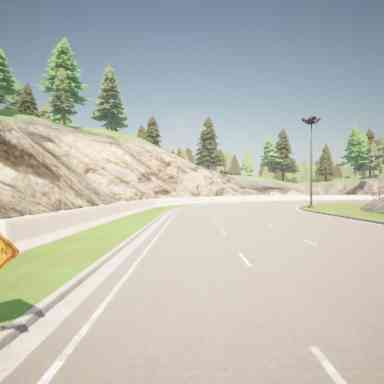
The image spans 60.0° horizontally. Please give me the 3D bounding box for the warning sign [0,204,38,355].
[{"bbox_3d":[-3.050,1.112,4.655,1.300,1.860,1.060,0,0,0],"label":"warning sign"}]
